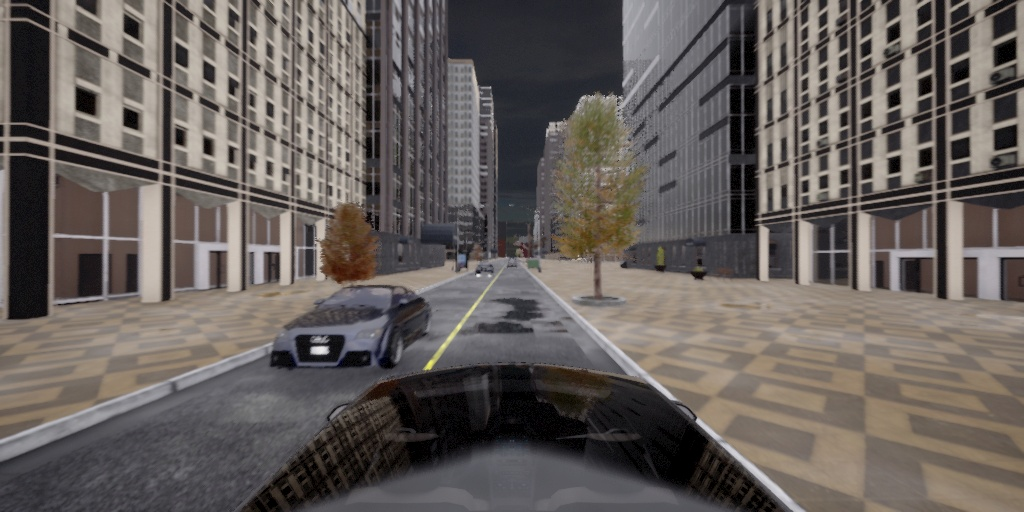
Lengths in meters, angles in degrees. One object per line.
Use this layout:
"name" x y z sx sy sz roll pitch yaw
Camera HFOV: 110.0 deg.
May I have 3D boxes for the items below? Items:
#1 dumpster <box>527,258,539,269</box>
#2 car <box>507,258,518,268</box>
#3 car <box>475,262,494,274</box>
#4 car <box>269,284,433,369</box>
"dumpster" 3.157 1.189 53.778 1.020 1.700 1.940 0 0 0
"car" 0.025 1.349 63.207 2.033 1.411 5.357 0 0 0
"car" -3.059 1.349 41.082 1.994 1.385 4.181 0 0 0
"car" -3.056 1.321 7.704 1.994 1.385 4.181 0 0 0
